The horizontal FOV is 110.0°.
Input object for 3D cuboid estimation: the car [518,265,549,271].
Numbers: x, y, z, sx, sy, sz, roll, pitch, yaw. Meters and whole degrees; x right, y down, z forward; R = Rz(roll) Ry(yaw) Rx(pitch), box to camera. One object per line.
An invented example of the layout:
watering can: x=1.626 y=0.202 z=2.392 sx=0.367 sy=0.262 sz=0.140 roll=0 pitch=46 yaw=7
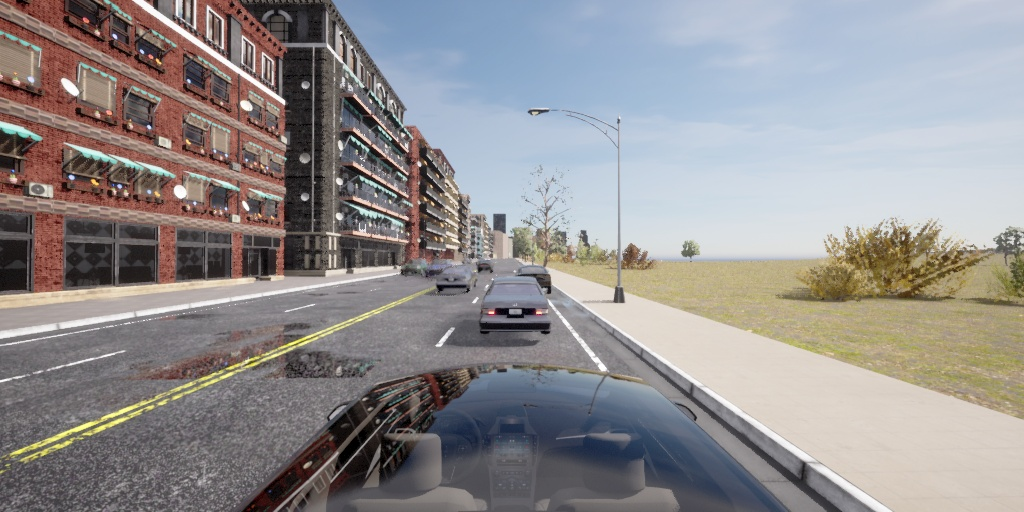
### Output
car: x=1.116 y=1.230 z=20.339 sx=1.882 sy=1.535 sz=5.008 roll=0 pitch=0 yaw=0

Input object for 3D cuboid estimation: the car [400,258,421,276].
car: x=-9.890 y=1.104 z=36.896 sx=2.097 sy=1.767 sz=4.553 roll=0 pitch=0 yaw=0

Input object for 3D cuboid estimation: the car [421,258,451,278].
car: x=-6.635 y=1.104 z=33.299 sx=2.097 sy=1.767 sz=4.553 roll=0 pitch=0 yaw=0

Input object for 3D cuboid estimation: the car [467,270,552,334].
car: x=0.092 y=1.299 z=10.575 sx=2.033 sy=1.411 sz=5.357 roll=0 pitch=0 yaw=0

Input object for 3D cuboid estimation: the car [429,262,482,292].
car: x=-3.185 y=1.300 z=21.331 sx=2.033 sy=1.411 sz=5.357 roll=0 pitch=0 yaw=0

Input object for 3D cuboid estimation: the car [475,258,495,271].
car: x=-3.196 y=1.255 z=43.818 sx=1.837 sy=1.490 sz=4.892 roll=0 pitch=0 yaw=0
